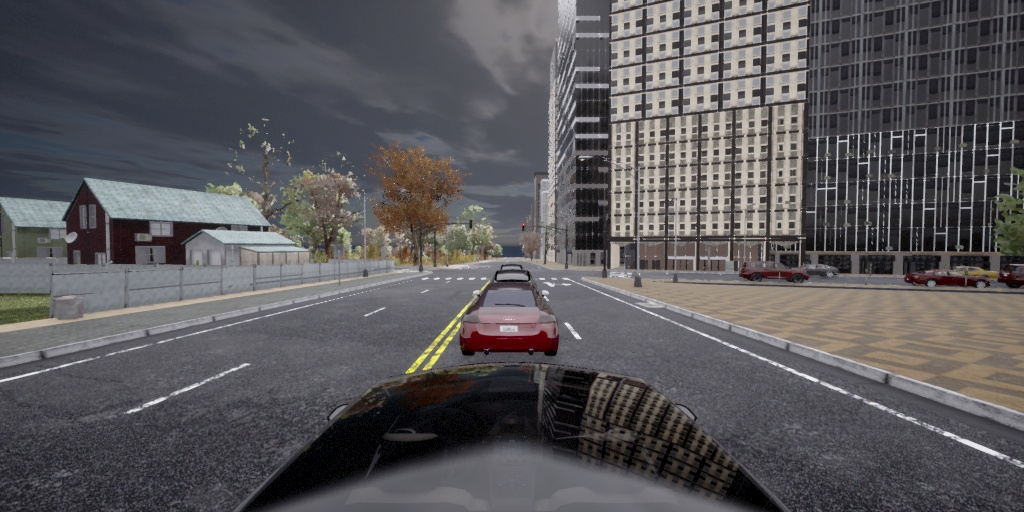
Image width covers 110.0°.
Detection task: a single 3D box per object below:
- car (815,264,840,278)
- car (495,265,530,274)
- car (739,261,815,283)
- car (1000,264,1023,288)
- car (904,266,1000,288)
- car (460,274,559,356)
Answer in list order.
[{"bbox_3d":[31.001,1.469,37.157,4.403,1.370,2.007,0,0,20],"label":"car"},{"bbox_3d":[0.028,1.250,14.007,1.837,1.490,4.892,0,0,0],"label":"car"},{"bbox_3d":[22.975,1.394,31.699,5.009,1.841,2.192,0,0,20],"label":"car"},{"bbox_3d":[38.951,1.531,25.872,5.009,1.841,2.192,0,0,20],"label":"car"},{"bbox_3d":[33.626,1.715,27.814,4.507,1.381,1.888,0,0,20],"label":"car"},{"bbox_3d":[-0.033,1.311,8.622,1.994,1.385,4.181,0,0,1],"label":"car"}]
